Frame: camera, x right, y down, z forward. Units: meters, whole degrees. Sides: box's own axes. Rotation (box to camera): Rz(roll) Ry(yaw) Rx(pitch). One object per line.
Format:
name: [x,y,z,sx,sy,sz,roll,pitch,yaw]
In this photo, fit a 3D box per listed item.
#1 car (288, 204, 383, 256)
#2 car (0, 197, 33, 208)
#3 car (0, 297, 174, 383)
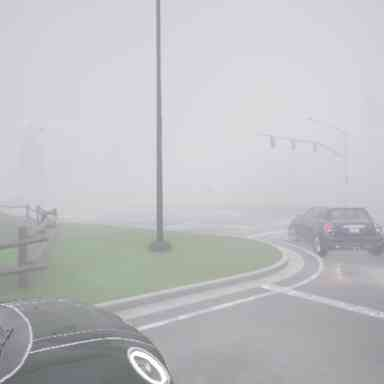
car: [5.294,1.251,12.832,2.097,1.767,4.553,-1,0,2]
car: [-24.675,1.434,46.271,4.902,1.511,2.128,-1,0,8]
car: [-2.312,1.359,2.097,4.553,1.767,2.097,-1,0,-35]
